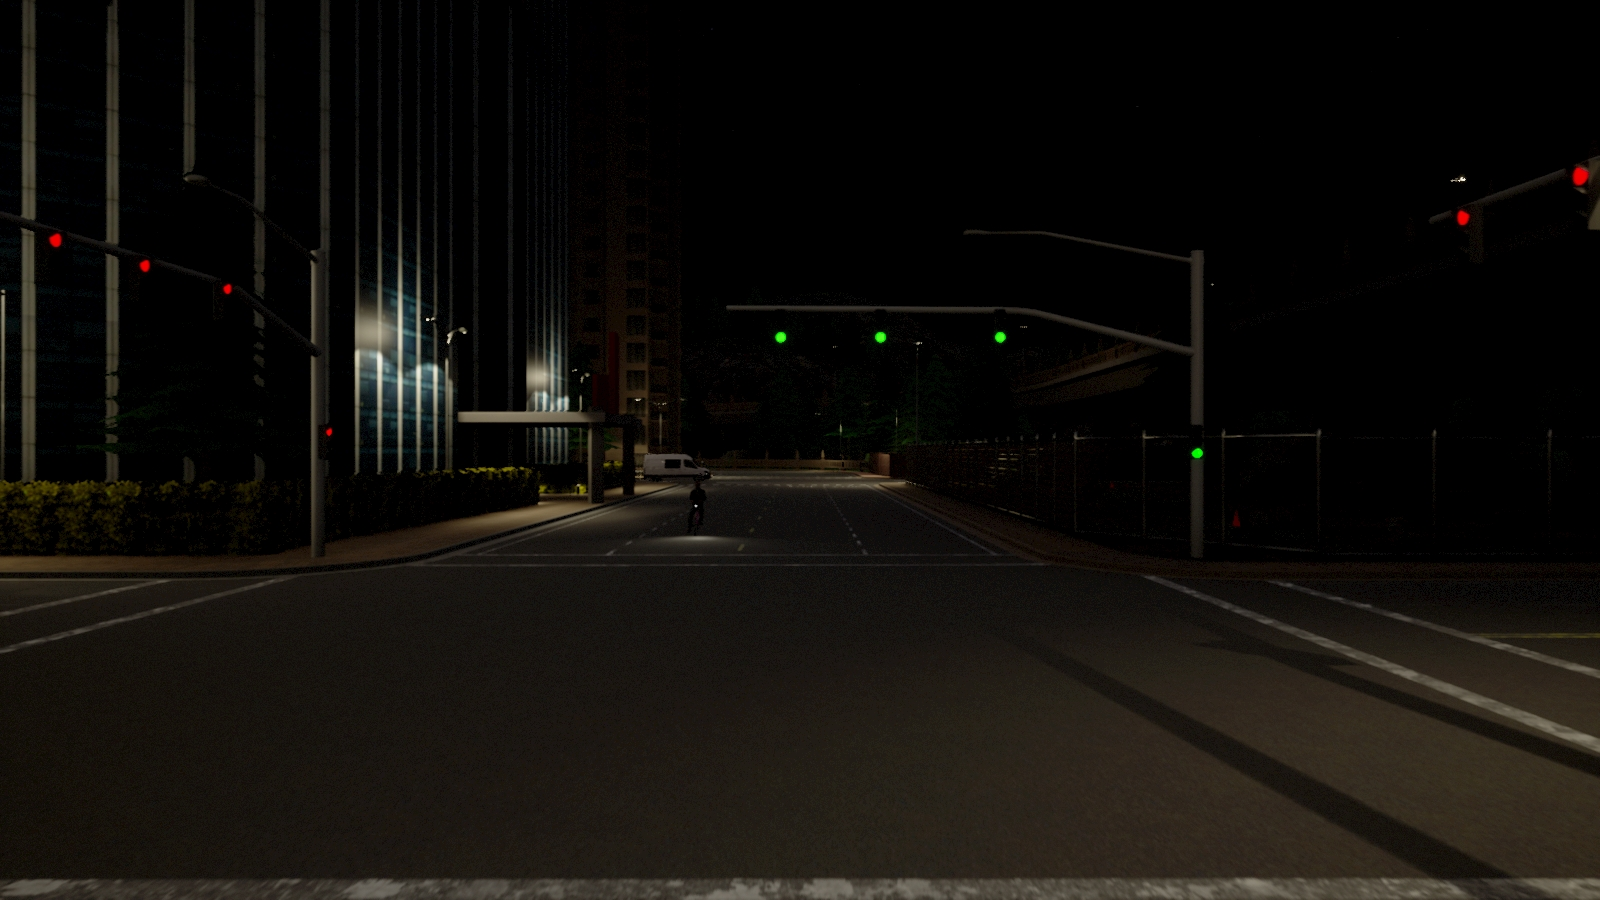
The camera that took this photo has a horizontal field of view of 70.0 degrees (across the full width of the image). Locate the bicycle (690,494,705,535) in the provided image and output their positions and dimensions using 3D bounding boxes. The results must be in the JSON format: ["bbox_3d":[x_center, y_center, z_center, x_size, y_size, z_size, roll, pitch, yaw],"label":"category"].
[{"bbox_3d":[-3.431,2.134,38.286,0.329,1.271,1.835,0,0,0],"label":"bicycle"}]
